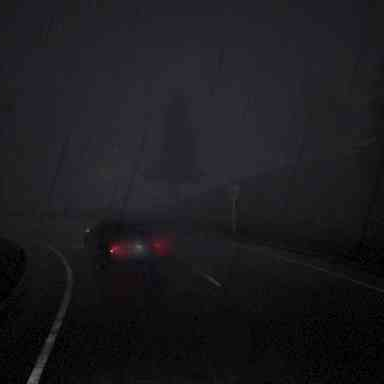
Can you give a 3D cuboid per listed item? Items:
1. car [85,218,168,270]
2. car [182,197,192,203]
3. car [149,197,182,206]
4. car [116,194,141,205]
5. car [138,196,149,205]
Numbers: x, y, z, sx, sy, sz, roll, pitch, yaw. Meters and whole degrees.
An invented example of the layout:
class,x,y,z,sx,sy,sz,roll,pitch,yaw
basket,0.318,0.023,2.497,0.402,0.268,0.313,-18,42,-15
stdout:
class,x,y,z,sx,sy,sz,roll,pitch,yaw
car,-2.457,1.596,11.350,2.033,1.411,5.357,0,0,-24
car,-1.854,1.839,76.376,1.812,1.442,4.674,0,0,41
car,-4.889,1.816,62.403,2.033,1.411,5.357,0,0,42
car,-12.155,1.496,64.721,2.150,2.045,5.566,0,0,42
car,-7.698,1.840,64.497,1.994,1.385,4.181,0,0,42
